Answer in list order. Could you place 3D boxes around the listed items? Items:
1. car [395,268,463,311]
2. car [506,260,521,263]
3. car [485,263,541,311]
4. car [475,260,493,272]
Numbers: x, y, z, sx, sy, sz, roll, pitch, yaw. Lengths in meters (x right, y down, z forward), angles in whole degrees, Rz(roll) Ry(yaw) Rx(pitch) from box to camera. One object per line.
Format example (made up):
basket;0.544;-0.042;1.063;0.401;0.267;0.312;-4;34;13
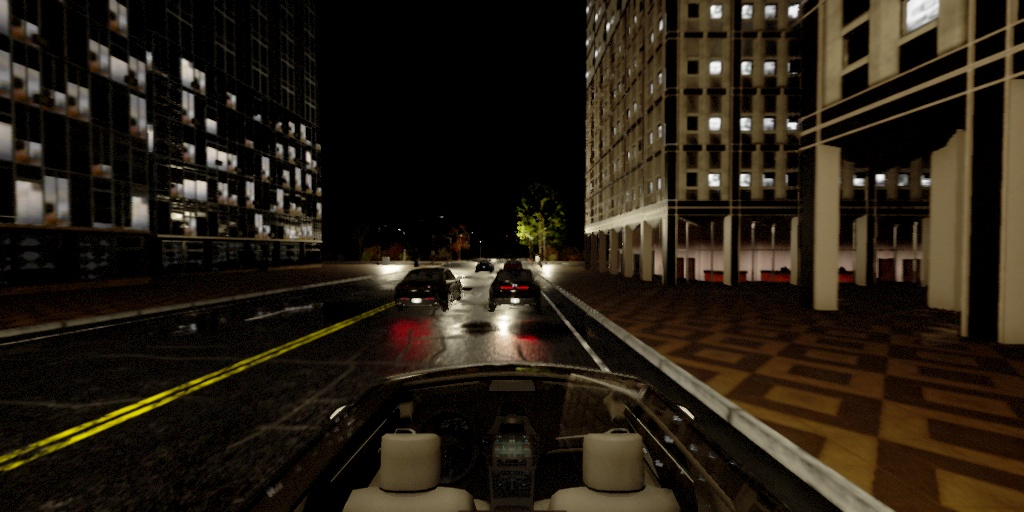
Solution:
car;-3.146;1.215;14.250;1.837;1.490;4.892;0;0;0
car;0.109;1.116;35.404;1.882;1.535;5.008;0;0;0
car;0.105;1.216;14.281;1.837;1.490;4.892;0;0;0
car;-3.139;1.176;41.847;1.994;1.385;4.181;0;0;0
